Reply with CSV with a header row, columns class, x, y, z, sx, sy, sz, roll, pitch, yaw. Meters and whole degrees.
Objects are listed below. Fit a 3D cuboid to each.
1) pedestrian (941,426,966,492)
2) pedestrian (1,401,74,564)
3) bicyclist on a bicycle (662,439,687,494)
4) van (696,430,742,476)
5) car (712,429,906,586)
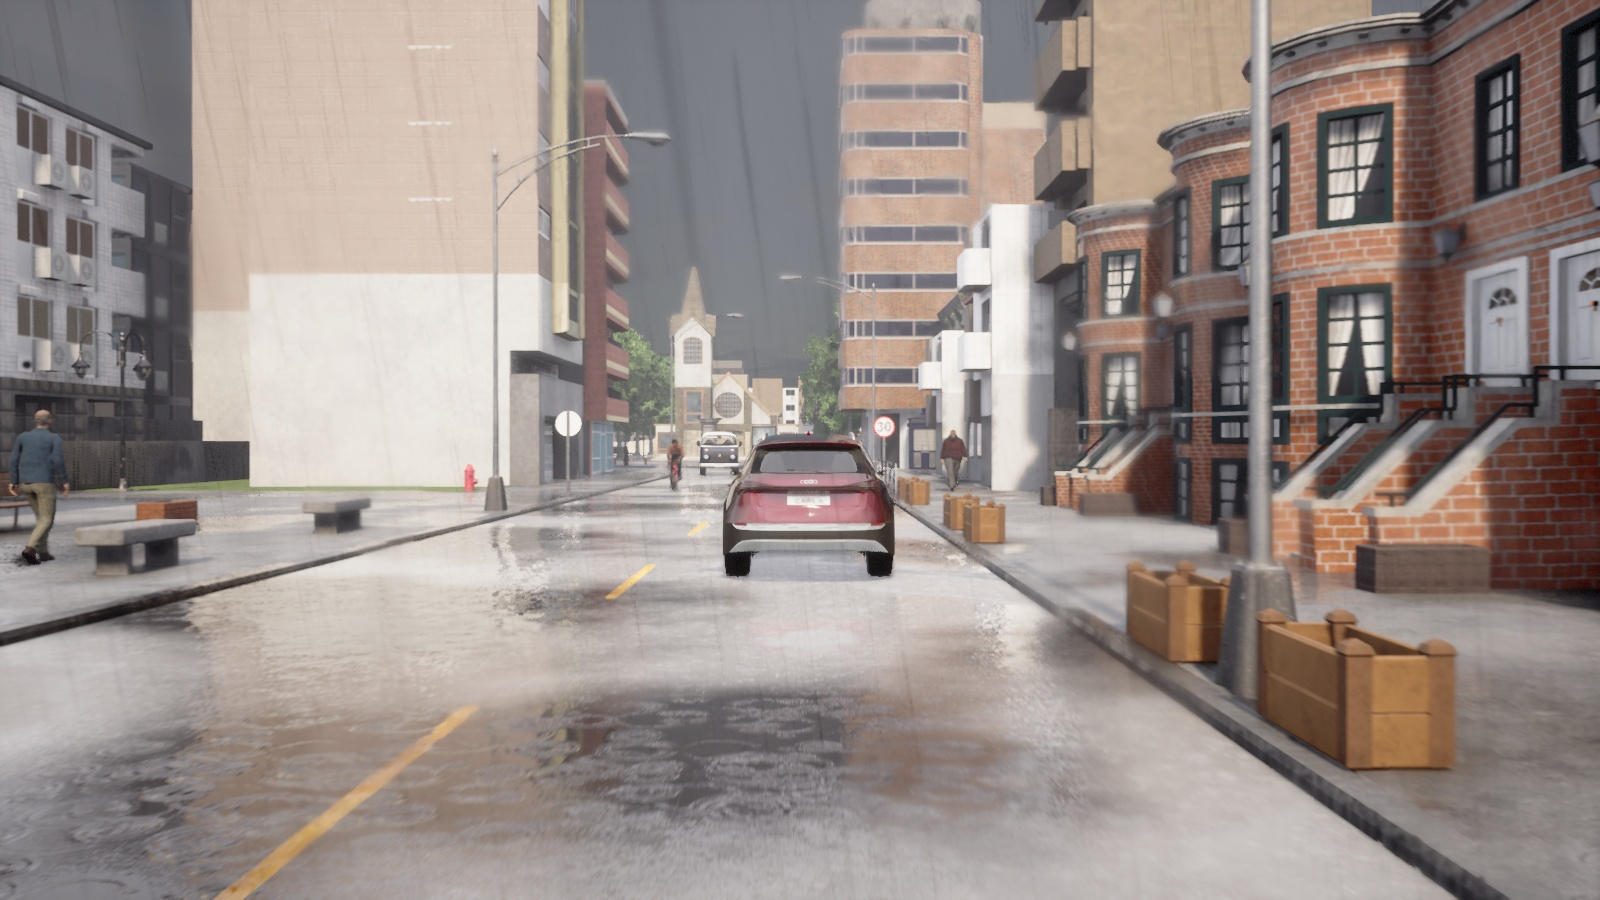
class,x,y,z,sx,sy,sz,roll,pitch,yaw
pedestrian,4.331,0.241,35.539,0.634,1.844,0.899,0,0,2
pedestrian,-8.810,0.367,14.535,0.402,1.842,0.726,0,0,0
bicyclist on a bicycle,-3.802,0.481,38.165,0.582,1.620,1.656,0,1,0
van,-3.792,0.137,58.455,2.069,2.038,4.480,0,0,-4
car,0.104,0.589,15.572,2.033,1.649,4.856,0,0,0
